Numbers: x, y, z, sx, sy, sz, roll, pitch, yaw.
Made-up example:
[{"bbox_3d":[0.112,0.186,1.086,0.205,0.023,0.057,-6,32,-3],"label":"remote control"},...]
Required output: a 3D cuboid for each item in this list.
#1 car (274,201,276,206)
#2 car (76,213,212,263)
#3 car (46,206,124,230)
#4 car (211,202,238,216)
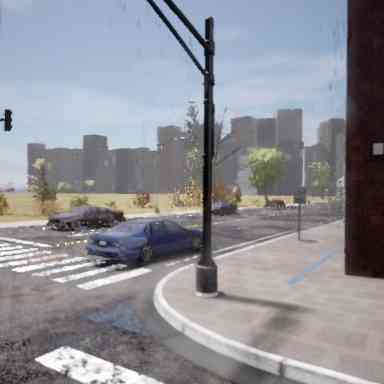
[{"bbox_3d":[12.553,1.664,50.488,1.994,1.385,4.181,1,0,35],"label":"car"},{"bbox_3d":[-1.522,1.735,12.958,2.033,1.411,5.357,1,0,34],"label":"car"},{"bbox_3d":[-6.955,1.687,22.469,2.033,1.411,5.357,1,0,34],"label":"car"},{"bbox_3d":[3.257,1.821,37.248,2.033,1.411,5.357,1,0,35],"label":"car"}]
